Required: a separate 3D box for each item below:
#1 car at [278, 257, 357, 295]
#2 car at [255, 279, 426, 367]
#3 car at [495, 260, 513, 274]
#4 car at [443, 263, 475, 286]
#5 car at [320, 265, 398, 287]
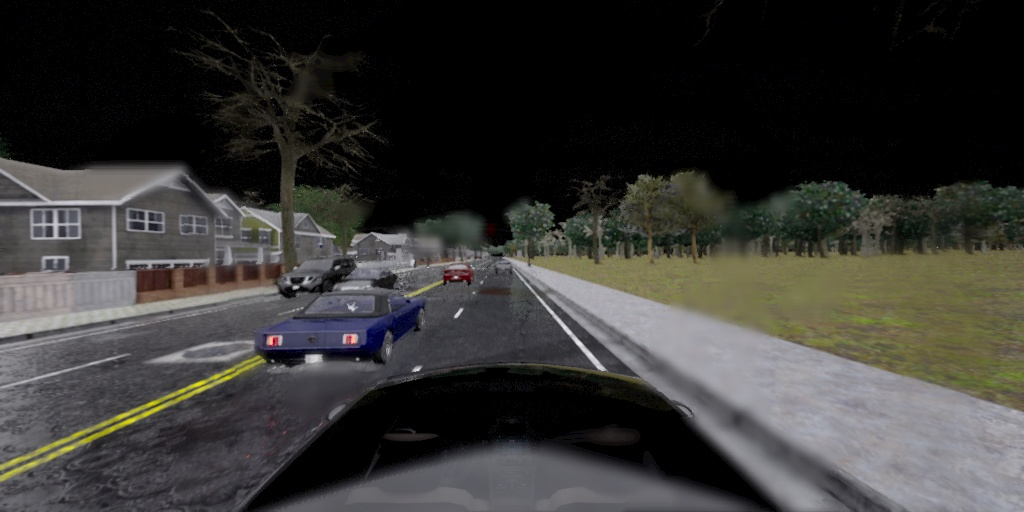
[{"bbox_3d":[-10.308,1.095,19.728,2.150,2.045,5.566,-1,1,-2],"label":"car"},{"bbox_3d":[-3.271,1.392,8.062,1.895,1.301,4.718,-1,0,-2],"label":"car"},{"bbox_3d":[-0.957,1.208,40.882,2.128,1.511,4.902,-1,0,-1],"label":"car"},{"bbox_3d":[-3.786,1.256,26.220,1.882,1.535,5.008,-1,0,-2],"label":"car"},{"bbox_3d":[-6.993,1.326,17.590,2.128,1.511,4.902,-1,0,-2],"label":"car"}]
